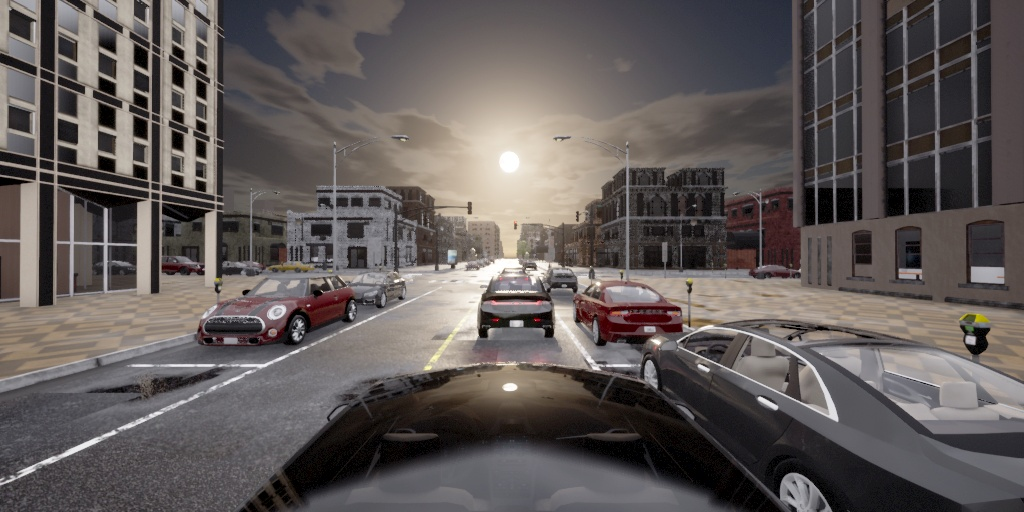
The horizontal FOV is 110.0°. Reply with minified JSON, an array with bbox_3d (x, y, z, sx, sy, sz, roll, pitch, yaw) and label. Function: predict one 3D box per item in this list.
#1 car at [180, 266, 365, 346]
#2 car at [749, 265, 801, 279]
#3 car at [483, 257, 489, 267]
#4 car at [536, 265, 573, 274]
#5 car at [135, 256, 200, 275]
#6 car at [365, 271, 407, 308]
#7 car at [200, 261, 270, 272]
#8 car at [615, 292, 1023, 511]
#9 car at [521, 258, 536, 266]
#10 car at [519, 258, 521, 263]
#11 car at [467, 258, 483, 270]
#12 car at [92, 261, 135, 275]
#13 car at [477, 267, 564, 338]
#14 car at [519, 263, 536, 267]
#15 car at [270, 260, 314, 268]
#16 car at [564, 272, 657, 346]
[{"bbox_3d":[-5.692,1.190,9.242,1.967,1.591,4.097,0,0,0],"label":"car"},{"bbox_3d":[23.637,1.433,32.227,4.207,1.307,1.802,0,0,1],"label":"car"},{"bbox_3d":[-5.702,1.309,64.056,2.007,1.370,4.403,0,0,0],"label":"car"},{"bbox_3d":[2.687,1.303,20.610,2.007,1.370,4.403,0,0,0],"label":"car"},{"bbox_3d":[-30.958,0.918,33.093,5.009,1.841,2.192,0,0,1],"label":"car"},{"bbox_3d":[-5.693,1.302,14.934,2.007,1.370,4.403,0,0,0],"label":"car"},{"bbox_3d":[-25.421,1.177,33.009,4.403,1.370,2.007,0,0,1],"label":"car"},{"bbox_3d":[2.690,1.301,3.535,2.007,1.370,4.403,0,0,0],"label":"car"},{"bbox_3d":[2.681,1.322,53.001,1.948,1.339,4.313,0,0,0],"label":"car"},{"bbox_3d":[2.679,1.341,64.043,1.802,1.307,4.207,0,0,0],"label":"car"},{"bbox_3d":[-5.699,1.338,53.012,1.802,1.307,4.207,0,0,0],"label":"car"},{"bbox_3d":[-36.494,1.131,33.177,4.403,1.370,2.007,0,0,1],"label":"car"},{"bbox_3d":[0.100,1.242,10.135,2.128,1.511,4.902,0,0,0],"label":"car"},{"bbox_3d":[0.096,1.316,20.558,1.994,1.385,4.181,0,0,0],"label":"car"},{"bbox_3d":[-25.461,1.198,41.391,4.829,1.417,1.751,0,0,1],"label":"car"},{"bbox_3d":[2.689,1.296,9.226,1.888,1.381,4.507,0,0,0],"label":"car"}]
